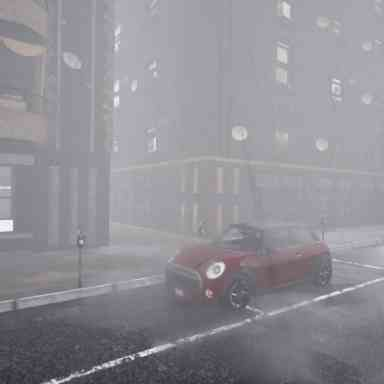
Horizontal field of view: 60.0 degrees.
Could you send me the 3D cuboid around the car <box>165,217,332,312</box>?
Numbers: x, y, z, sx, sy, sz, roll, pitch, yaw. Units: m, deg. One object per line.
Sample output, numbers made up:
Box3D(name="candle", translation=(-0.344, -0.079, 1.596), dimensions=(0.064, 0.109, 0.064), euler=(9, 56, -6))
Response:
Box3D(name="car", translation=(1.373, 1.442, 7.684), dimensions=(4.097, 1.590, 1.967), euler=(0, 1, -36))
